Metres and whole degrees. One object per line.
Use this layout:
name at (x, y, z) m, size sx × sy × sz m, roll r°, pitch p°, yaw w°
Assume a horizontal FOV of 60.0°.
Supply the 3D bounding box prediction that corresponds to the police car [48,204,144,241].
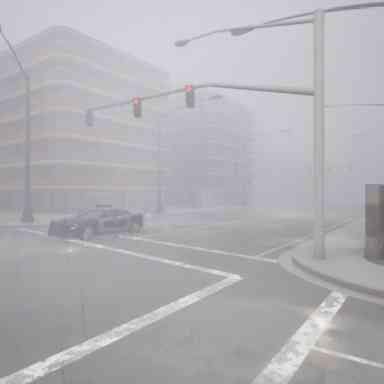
police car at (-4.667, 1.452, 16.947) m, size 1.930 × 1.638 × 5.238 m, roll 0°, pitch 0°, yaw 35°
